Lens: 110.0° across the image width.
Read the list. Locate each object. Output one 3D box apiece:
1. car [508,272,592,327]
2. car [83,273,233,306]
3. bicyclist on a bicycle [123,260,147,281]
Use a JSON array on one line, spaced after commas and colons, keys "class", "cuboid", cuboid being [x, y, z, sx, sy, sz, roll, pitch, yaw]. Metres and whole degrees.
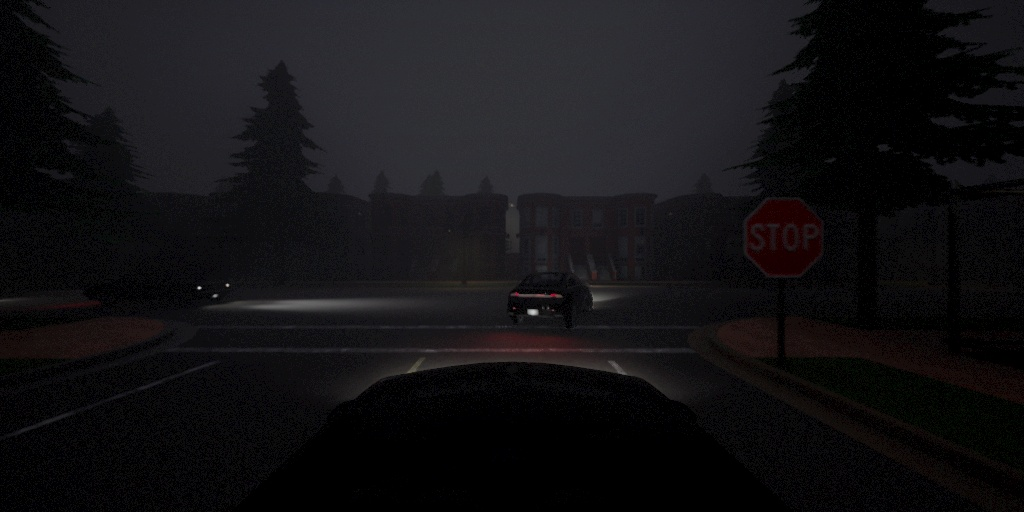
[{"class": "car", "cuboid": [1.398, 1.263, 11.734, 2.128, 1.511, 4.902, 0, 0, 20]}, {"class": "car", "cuboid": [-14.697, 1.367, 15.113, 4.718, 1.301, 1.895, 0, 0, 0]}, {"class": "bicyclist on a bicycle", "cuboid": [-25.338, 1.092, 24.042, 0.582, 1.620, 1.656, 0, 0, 0]}]
